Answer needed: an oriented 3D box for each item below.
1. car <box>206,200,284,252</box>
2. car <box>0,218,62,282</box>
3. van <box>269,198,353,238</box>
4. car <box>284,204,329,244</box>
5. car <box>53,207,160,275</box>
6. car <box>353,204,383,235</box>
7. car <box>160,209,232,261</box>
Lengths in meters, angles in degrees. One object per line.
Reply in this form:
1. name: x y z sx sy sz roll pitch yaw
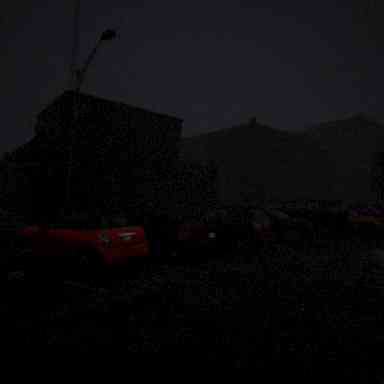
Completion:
1. car: 1.170 1.372 14.081 4.553 1.767 2.185 -1 -1 34
2. car: -5.955 1.500 8.838 4.792 1.488 2.163 -1 -1 34
3. van: 5.798 1.291 17.654 4.442 1.987 1.878 -1 -1 34
4. car: 3.521 1.506 15.852 5.008 1.535 2.097 -1 -1 34
5. car: -3.583 1.354 10.584 4.553 1.767 2.185 -1 -1 34
6. car: 8.423 1.518 19.217 5.366 1.575 1.946 -1 -1 34
7. car: -1.255 1.519 12.366 4.792 1.488 2.163 -1 -1 34
